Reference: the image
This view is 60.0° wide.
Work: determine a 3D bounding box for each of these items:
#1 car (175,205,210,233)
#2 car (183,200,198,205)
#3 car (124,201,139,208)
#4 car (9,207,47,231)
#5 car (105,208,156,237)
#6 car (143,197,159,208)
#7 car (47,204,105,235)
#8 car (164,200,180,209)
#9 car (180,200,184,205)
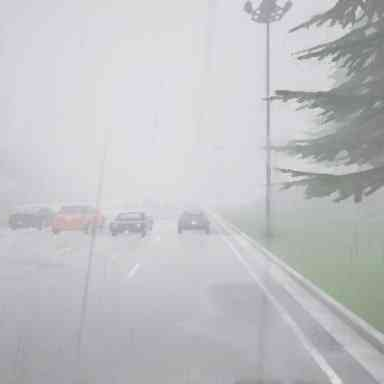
[{"bbox_3d":[0.096,1.803,21.581,1.994,1.385,4.181,0,-1,0],"label":"car"},{"bbox_3d":[0.010,2.225,56.607,1.895,1.301,4.718,0,-1,2],"label":"car"},{"bbox_3d":[-10.473,2.200,57.692,1.994,1.385,4.181,0,-1,2],"label":"car"},{"bbox_3d":[-10.403,1.728,22.640,1.882,1.535,5.008,0,-1,0],"label":"car"},{"bbox_3d":[-3.404,1.817,19.557,1.895,1.301,4.718,0,-1,0],"label":"car"},{"bbox_3d":[-6.983,1.850,56.986,2.150,2.045,5.566,0,-1,2],"label":"car"},{"bbox_3d":[-6.903,1.582,20.800,2.097,1.767,4.553,0,-1,0],"label":"car"},{"bbox_3d":[-3.490,2.150,56.613,1.812,1.442,4.674,0,-1,2],"label":"car"},{"bbox_3d":[-2.152,2.292,66.493,2.033,1.411,5.357,0,-1,17],"label":"car"}]
